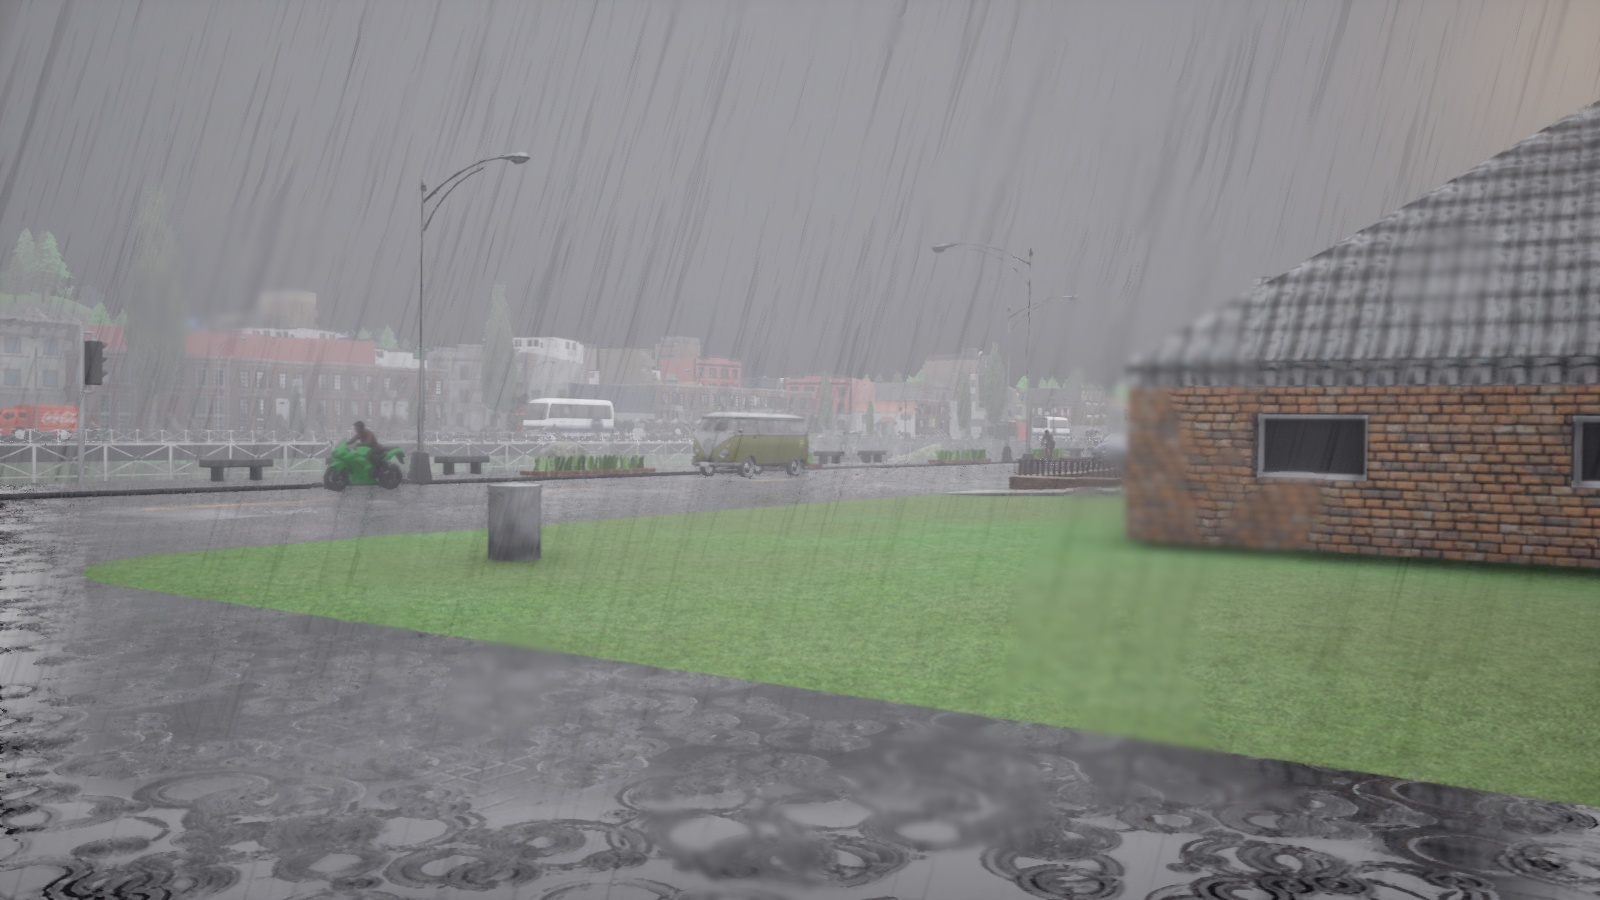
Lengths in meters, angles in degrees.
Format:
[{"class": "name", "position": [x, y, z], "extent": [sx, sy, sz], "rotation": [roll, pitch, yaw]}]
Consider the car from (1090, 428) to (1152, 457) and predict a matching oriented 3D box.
[{"class": "car", "position": [17.194, -0.420, 67.127], "extent": [1.812, 1.442, 4.674], "rotation": [0, 1, 34]}]

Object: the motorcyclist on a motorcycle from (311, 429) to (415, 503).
[{"class": "motorcyclist on a motorcycle", "position": [-9.393, 0.323, 27.089], "extent": [0.797, 1.523, 2.044], "rotation": [0, 1, 34]}]

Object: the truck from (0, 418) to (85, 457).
[{"class": "truck", "position": [-50.838, -0.845, 83.356], "extent": [2.627, 2.467, 5.204], "rotation": [0, 1, 34]}]

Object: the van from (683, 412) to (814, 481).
[{"class": "van", "position": [-1.529, -0.139, 38.930], "extent": [1.775, 1.987, 4.442], "rotation": [0, 1, 34]}]
